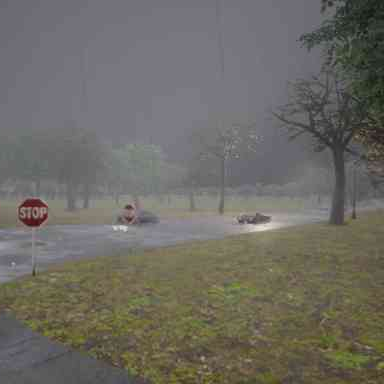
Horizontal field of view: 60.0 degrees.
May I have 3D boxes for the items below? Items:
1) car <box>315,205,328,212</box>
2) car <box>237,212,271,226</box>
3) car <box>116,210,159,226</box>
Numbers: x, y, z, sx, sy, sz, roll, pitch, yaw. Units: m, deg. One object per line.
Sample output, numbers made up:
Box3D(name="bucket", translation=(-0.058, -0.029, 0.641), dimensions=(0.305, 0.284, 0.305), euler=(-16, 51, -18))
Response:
Box3D(name="car", translation=(32.343, 3.946, 82.977), dimensions=(2.097, 1.767, 4.553), euler=(1, -1, 36))
Box3D(name="car", translation=(6.710, 2.826, 35.294), dimensions=(1.895, 1.301, 4.718), euler=(1, -1, 36))
Box3D(name="car", translation=(-5.006, 2.388, 30.979), dimensions=(1.994, 1.385, 4.181), euler=(1, -1, 36))
